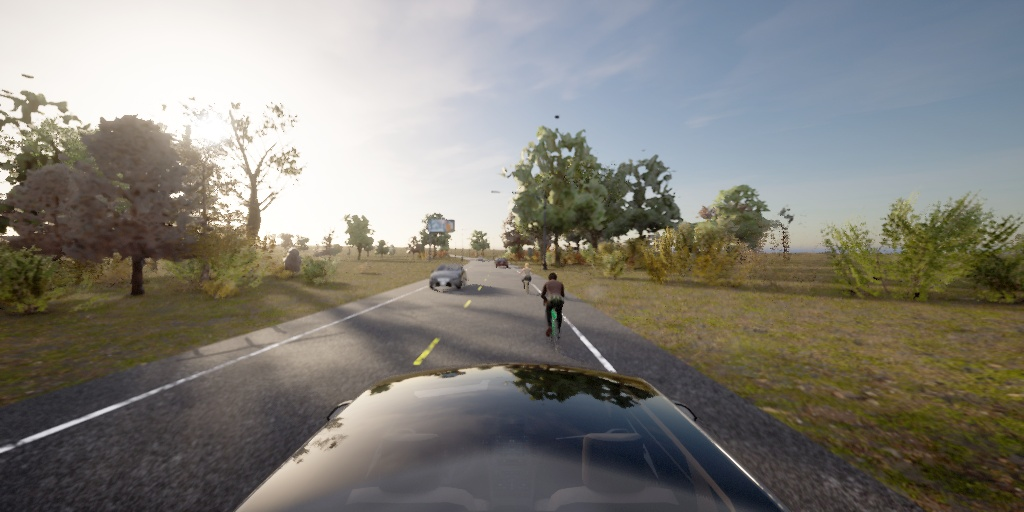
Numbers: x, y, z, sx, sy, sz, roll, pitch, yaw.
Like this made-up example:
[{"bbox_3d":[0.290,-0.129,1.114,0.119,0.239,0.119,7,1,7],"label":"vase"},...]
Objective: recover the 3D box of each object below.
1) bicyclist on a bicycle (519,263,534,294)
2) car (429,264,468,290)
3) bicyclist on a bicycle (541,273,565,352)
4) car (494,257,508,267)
[{"bbox_3d":[0.786,1.176,19.115,0.866,1.612,1.509,0,0,-1],"label":"bicyclist on a bicycle"},{"bbox_3d":[-3.850,1.230,22.243,2.128,1.511,4.902,0,0,-1],"label":"car"},{"bbox_3d":[0.924,1.200,7.976,0.582,1.620,1.656,0,0,0],"label":"bicyclist on a bicycle"},{"bbox_3d":[-1.839,1.037,62.307,2.097,1.767,4.553,0,0,-3],"label":"car"}]
